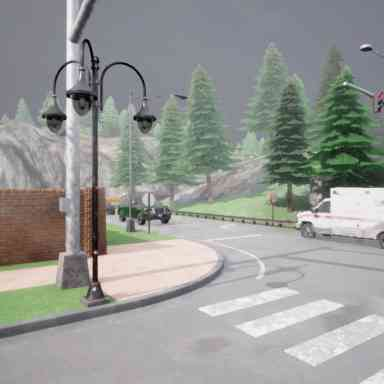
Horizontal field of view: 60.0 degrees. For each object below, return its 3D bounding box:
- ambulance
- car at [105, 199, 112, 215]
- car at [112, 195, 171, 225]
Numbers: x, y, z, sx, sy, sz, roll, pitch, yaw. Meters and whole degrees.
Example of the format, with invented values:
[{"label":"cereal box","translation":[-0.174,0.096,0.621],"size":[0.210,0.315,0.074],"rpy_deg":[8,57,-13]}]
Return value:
[{"label":"ambulance","translation":[7.583,1.050,14.352],"size":[2.351,2.431,6.366],"rpy_deg":[0,0,-34]},{"label":"car","translation":[-9.218,1.367,32.885],"size":[2.097,1.767,4.553],"rpy_deg":[0,0,-34]},{"label":"car","translation":[-3.673,1.235,24.618],"size":[2.150,2.045,5.566],"rpy_deg":[0,0,-34]}]
